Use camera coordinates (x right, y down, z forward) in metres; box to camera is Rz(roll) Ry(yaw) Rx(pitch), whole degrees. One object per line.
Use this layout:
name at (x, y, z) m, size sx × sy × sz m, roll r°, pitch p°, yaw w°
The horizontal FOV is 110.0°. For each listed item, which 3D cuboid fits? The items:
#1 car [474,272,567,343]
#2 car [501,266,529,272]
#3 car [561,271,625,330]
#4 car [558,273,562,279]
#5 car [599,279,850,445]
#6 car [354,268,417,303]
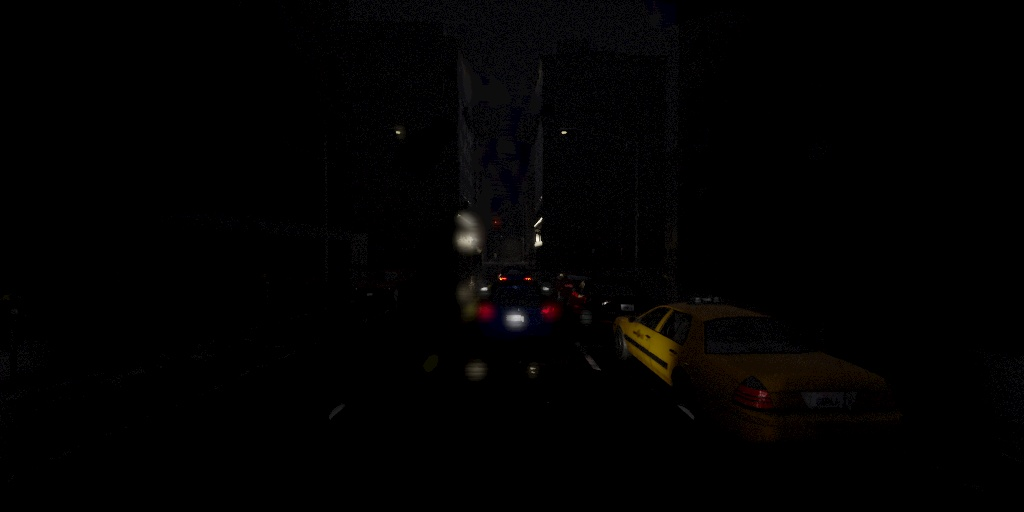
car at (0.101, 1.312, 9.649) m, size 1.994 × 1.385 × 4.181 m, roll 0°, pitch 0°, yaw 0°
car at (0.104, 1.271, 19.664) m, size 1.812 × 1.442 × 4.674 m, roll 0°, pitch 0°, yaw -2°
car at (2.875, 1.313, 10.965) m, size 1.948 × 1.339 × 4.313 m, roll 0°, pitch 0°, yaw 0°
car at (2.876, 1.328, 16.551) m, size 1.802 × 1.307 × 4.207 m, roll 0°, pitch 0°, yaw 0°
car at (2.874, 1.274, 5.549) m, size 1.751 × 1.417 × 4.829 m, roll 0°, pitch 0°, yaw 0°
car at (-5.669, 1.291, 16.549) m, size 1.888 × 1.381 × 4.507 m, roll 0°, pitch 0°, yaw 0°
